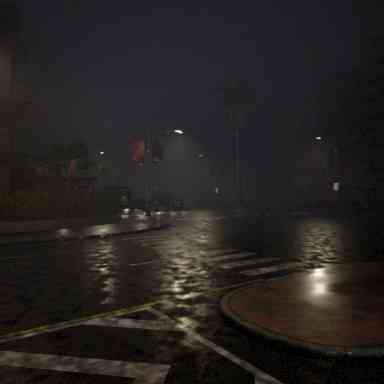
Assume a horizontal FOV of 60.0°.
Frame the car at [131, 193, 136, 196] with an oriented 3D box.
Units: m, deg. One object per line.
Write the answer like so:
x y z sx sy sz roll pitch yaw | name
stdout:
-13.408 1.220 68.461 2.150 2.045 5.566 0 0 -39 | car

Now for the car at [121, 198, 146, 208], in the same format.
-8.789 1.601 49.848 1.895 1.301 4.718 0 0 -34 | car

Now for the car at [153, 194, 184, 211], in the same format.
-3.198 1.221 41.839 2.150 2.045 5.566 0 0 -35 | car

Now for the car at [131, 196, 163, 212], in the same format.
-5.643 1.526 39.199 1.812 1.442 4.674 0 0 -35 | car
